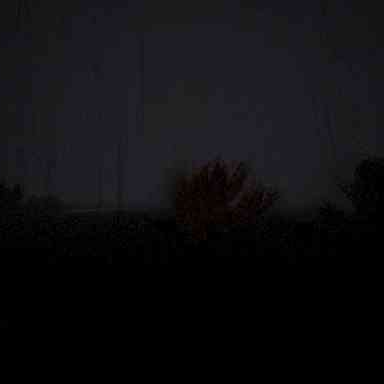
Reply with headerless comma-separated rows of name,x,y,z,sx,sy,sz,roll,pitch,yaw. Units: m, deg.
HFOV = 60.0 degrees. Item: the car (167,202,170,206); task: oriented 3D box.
car,-2.295,2.063,61.142,2.033,1.411,5.357,-1,-1,36
